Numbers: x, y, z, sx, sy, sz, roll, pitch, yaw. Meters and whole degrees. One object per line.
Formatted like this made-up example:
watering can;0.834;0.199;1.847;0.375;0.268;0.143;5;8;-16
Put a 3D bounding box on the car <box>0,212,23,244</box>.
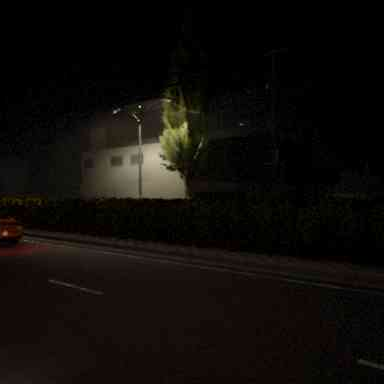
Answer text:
car;-9.727;1.584;15.199;5.008;1.535;1.882;0;0;36
